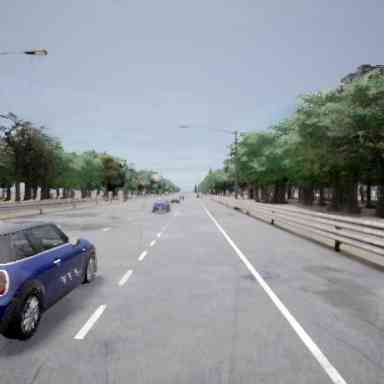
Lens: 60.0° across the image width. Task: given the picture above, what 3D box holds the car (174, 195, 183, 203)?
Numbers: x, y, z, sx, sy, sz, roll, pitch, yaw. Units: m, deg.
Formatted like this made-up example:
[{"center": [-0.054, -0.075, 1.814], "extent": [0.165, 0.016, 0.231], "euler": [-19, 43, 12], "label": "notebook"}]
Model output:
[{"center": [-3.320, 1.660, 67.483], "extent": [1.895, 1.301, 4.718], "euler": [0, 0, 0], "label": "car"}]

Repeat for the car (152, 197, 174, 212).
[{"center": [-3.427, 1.561, 38.300], "extent": [1.812, 1.442, 4.674], "euler": [0, 0, 0], "label": "car"}]

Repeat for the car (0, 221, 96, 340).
[{"center": [-3.500, 1.357, 6.717], "extent": [2.097, 1.767, 4.553], "euler": [0, 0, 0], "label": "car"}]
